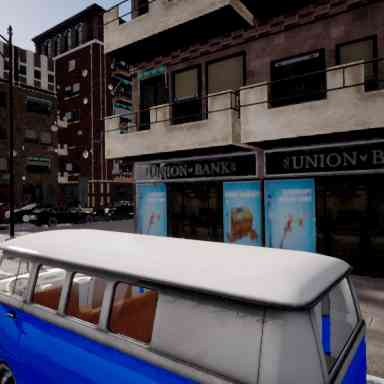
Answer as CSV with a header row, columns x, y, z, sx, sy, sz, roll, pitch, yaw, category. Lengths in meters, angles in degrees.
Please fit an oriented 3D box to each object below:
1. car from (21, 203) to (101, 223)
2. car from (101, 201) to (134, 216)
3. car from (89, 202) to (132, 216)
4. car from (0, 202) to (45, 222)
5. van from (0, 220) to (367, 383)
x,y,z,sx,sy,sz,roll,pitch,yaw,category
-8.668,1.584,22.338,1.947,1.339,4.313,-2,-1,36,car
-6.919,1.675,34.563,2.128,1.511,4.902,-1,-1,36,car
-8.799,1.799,36.389,1.947,1.339,4.313,-2,-1,36,car
-12.462,1.636,26.961,1.837,1.490,4.892,-1,-1,36,car
-0.491,1.342,3.200,3.998,1.788,1.690,0,-1,35,van
